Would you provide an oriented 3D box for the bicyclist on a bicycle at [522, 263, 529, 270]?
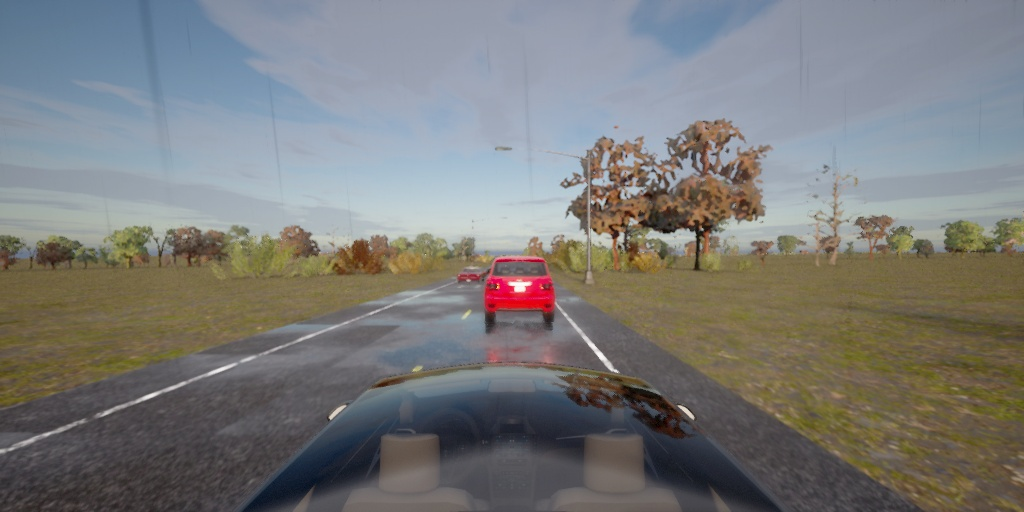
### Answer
[{"bbox_3d":[1.435,1.376,36.132,0.659,1.776,1.843,0,0,1],"label":"bicyclist on a bicycle"}]

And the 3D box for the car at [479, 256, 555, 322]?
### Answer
[{"bbox_3d":[0.241,1.051,12.772,2.150,2.045,5.566,0,-1,0],"label":"car"}]

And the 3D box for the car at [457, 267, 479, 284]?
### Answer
[{"bbox_3d":[-3.224,1.553,29.044,1.895,1.301,4.718,0,0,1],"label":"car"}]
